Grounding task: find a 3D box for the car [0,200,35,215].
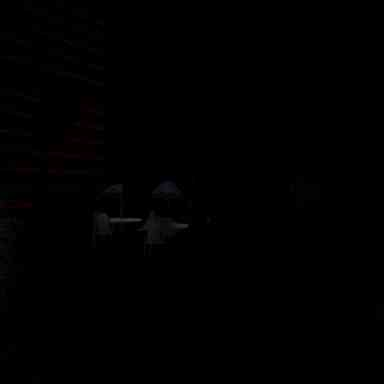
[{"bbox_3d":[-18.129,1.520,32.575,1.882,1.535,5.008,0,0,40],"label":"car"}]
